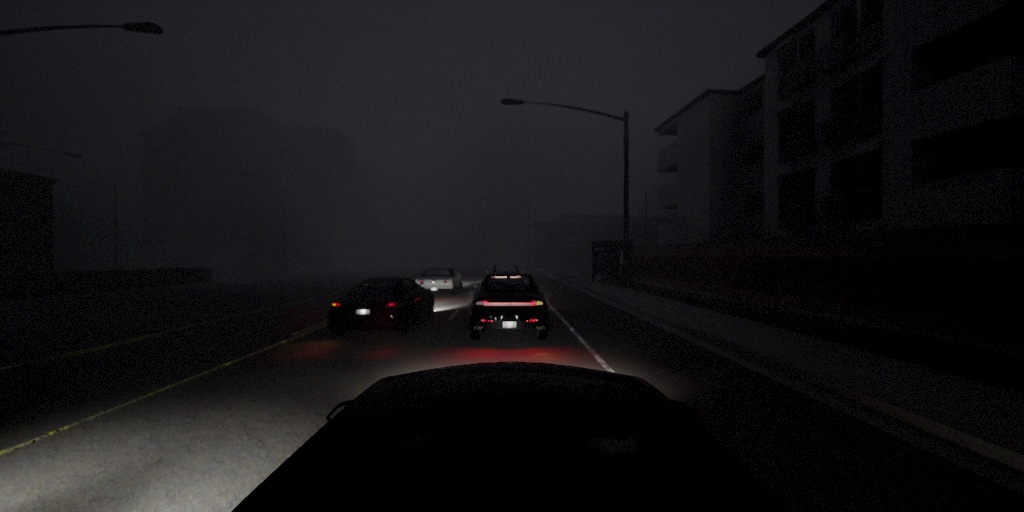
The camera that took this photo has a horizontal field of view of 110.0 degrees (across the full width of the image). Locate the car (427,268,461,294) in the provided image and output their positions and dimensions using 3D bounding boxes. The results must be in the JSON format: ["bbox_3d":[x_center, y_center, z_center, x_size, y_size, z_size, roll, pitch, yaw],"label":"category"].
[{"bbox_3d":[-3.854,1.313,19.616,1.895,1.301,4.718,0,0,-2],"label":"car"}]

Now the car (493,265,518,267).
[{"bbox_3d":[-0.350,1.204,19.319,2.128,1.511,4.902,0,0,-2],"label":"car"}]

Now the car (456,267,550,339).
[{"bbox_3d":[-0.091,1.224,9.971,2.128,1.511,4.902,0,0,-1],"label":"car"}]

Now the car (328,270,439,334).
[{"bbox_3d":[-3.601,1.295,10.560,1.994,1.385,4.181,0,0,-1],"label":"car"}]
